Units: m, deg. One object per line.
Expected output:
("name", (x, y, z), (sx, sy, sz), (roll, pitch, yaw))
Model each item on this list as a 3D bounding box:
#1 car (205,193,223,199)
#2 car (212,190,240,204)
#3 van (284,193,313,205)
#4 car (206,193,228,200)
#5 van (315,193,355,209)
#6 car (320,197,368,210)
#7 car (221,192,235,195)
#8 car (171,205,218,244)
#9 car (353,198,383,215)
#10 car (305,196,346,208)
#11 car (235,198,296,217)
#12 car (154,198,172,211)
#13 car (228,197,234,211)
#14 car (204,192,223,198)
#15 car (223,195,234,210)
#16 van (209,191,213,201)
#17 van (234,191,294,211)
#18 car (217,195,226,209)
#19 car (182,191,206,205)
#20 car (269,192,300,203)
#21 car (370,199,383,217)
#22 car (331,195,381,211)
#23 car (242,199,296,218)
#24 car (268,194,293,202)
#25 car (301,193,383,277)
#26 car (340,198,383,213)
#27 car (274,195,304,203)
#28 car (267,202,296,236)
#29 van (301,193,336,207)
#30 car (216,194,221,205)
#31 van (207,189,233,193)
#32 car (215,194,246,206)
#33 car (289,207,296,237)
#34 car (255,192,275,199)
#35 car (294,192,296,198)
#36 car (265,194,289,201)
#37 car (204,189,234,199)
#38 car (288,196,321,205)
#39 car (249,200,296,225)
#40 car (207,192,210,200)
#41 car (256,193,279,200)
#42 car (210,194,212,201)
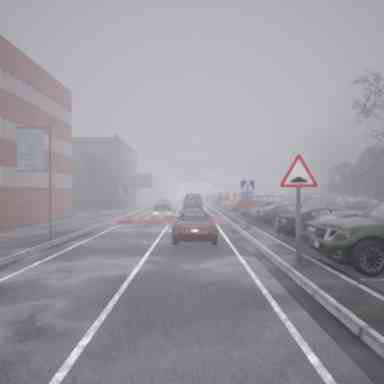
("car", (5.692, 0.960, 85.856), (4.674, 1.452, 2.002), (0, 1, 0))
("car", (6.063, 1.128, 46.279), (5.566, 2.045, 2.435), (0, 0, -1))
("van", (18.389, 1.140, 57.745), (4.442, 1.987, 1.878), (0, 0, 0))
("car", (5.759, 1.077, 77.379), (5.008, 1.535, 2.097), (0, 1, 0))
("van", (18.742, 1.152, 43.626), (4.442, 1.987, 1.878), (0, 0, 0))
("car", (18.655, 1.380, 40.928), (5.008, 1.535, 2.097), (0, 0, 0))
("car", (6.115, 1.258, 40.628), (4.553, 1.767, 2.185), (0, 0, 0))
("car", (0.125, 1.546, 15.608), (1.994, 1.385, 4.181), (0, 0, 0))
("car", (18.728, 1.387, 32.458), (5.008, 1.535, 2.097), (0, 0, 0))
("car", (18.609, 1.376, 46.450), (4.892, 1.521, 2.231), (0, 0, 0))
("car", (6.177, 1.425, 26.500), (4.792, 1.488, 2.163), (0, 0, -1))
("car", (-3.363, 1.411, 39.054), (1.882, 1.535, 5.008), (0, 0, 0))
("car", (6.155, 1.431, 32.151), (4.674, 1.452, 2.002), (0, 0, 0))
("car", (5.695, 0.898, 88.682), (4.792, 1.488, 2.163), (0, 1, 0))
("car", (6.319, 1.385, 34.978), (5.366, 1.575, 1.946), (0, 0, 0))
("van", (6.002, 1.106, 63.372), (4.442, 1.987, 1.878), (0, 1, 0))
("van", (6.299, 1.167, 29.326), (4.442, 1.987, 1.878), (0, 0, 0))
("car", (5.923, 1.383, 37.801), (5.366, 1.575, 1.946), (0, 0, -1))
("car", (0.087, 1.153, 37.681), (2.150, 2.045, 5.566), (0, 0, 0))
("car", (18.408, 1.028, 66.356), (5.566, 2.045, 2.435), (0, 1, 0))
("car", (18.778, 1.419, 29.510), (4.792, 1.488, 2.163), (0, 0, 0))
("car", (18.705, 1.257, 38.105), (4.553, 1.767, 2.185), (0, 0, 0))
("car", (6.234, 1.438, 23.674), (4.674, 1.452, 2.002), (0, 0, 0))
("car", (18.382, 1.256, 69.184), (4.792, 1.488, 2.163), (0, 1, 0))
("car", (6.326, 1.149, 9.546), (5.566, 2.045, 2.435), (0, 0, 0))
("car", (18.694, 1.384, 35.281), (5.008, 1.535, 2.097), (0, 0, 0))
("car", (18.455, 1.328, 63.526), (5.008, 1.535, 2.097), (0, 1, 0))
("car", (6.300, 1.402, 15.198), (5.008, 1.535, 2.097), (0, 0, -1))
("van", (18.696, 1.147, 49.276), (4.442, 1.987, 1.878), (0, 0, 0))
("car", (6.244, 1.378, 43.455), (5.366, 1.575, 1.946), (0, 0, 0))
("van", (5.954, 1.008, 68.901), (4.442, 1.987, 1.878), (0, 1, 0))
("car", (6.017, 1.248, 51.931), (4.553, 1.767, 2.185), (0, 0, 0))
("car", (6.327, 1.441, 12.371), (4.674, 1.452, 2.002), (0, 0, 0))
("car", (18.262, 0.843, 83.172), (4.553, 1.767, 2.185), (0, 1, 0))
("car", (18.523, 1.245, 52.221), (4.553, 1.767, 2.185), (0, 0, 0))
("car", (18.358, 1.204, 72.007), (4.792, 1.488, 2.163), (0, 1, 0))
("car", (5.785, 0.930, 71.724), (5.566, 2.045, 2.435), (0, 1, 0))
("car", (18.563, 1.398, 54.920), (4.792, 1.488, 2.163), (0, 0, -1))
("car", (6.253, 1.440, 20.849), (4.674, 1.452, 2.002), (0, 0, -1))
("car", (5.865, 1.326, 66.080), (4.674, 1.452, 2.002), (0, 1, -1))
("car", (18.311, 1.018, 80.476), (5.008, 1.535, 2.097), (0, 1, -1))
("car", (5.955, 1.372, 54.756), (5.008, 1.535, 2.097), (0, 0, -1))
